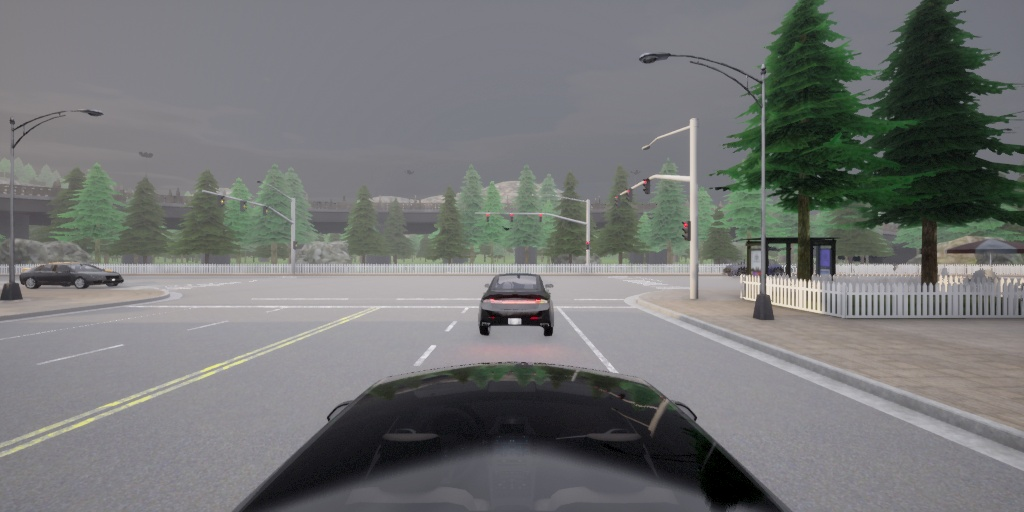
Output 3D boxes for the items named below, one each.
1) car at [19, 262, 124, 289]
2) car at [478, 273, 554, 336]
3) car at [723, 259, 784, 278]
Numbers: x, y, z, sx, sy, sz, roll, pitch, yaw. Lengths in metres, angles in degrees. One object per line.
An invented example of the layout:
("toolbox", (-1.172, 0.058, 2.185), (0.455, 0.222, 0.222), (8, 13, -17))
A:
("car", (-26.753, 1.199, 21.863), (4.892, 1.490, 1.837), (0, 0, 0))
("car", (0.181, 1.242, 10.394), (2.128, 1.511, 4.902), (0, 0, 3))
("car", (21.635, 1.047, 32.345), (4.553, 1.767, 2.097), (0, 0, 1))
